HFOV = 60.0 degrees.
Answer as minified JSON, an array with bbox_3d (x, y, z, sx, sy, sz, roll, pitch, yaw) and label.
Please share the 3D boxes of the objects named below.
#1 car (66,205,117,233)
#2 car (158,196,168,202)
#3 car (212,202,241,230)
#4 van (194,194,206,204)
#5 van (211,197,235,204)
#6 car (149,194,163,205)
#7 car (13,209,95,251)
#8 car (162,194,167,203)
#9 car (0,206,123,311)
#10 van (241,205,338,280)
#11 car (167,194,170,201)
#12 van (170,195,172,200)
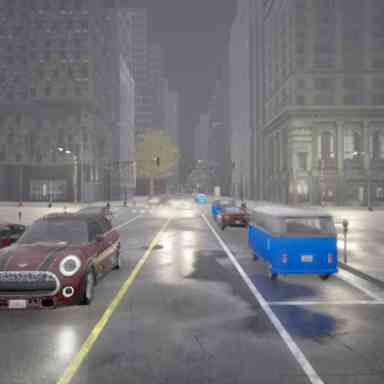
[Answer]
[{"bbox_3d":[-6.048,1.579,20.567,1.887,1.381,4.507,0,0,-1],"label":"car"},{"bbox_3d":[-6.894,1.632,79.813,2.008,1.369,4.403,0,0,-1],"label":"car"},{"bbox_3d":[2.506,1.533,20.673,1.887,1.381,4.507,0,0,-1],"label":"car"},{"bbox_3d":[1.859,1.358,64.179,1.690,1.788,3.998,0,0,-1],"label":"van"},{"bbox_3d":[2.426,1.331,26.198,1.690,1.788,3.998,0,0,-1],"label":"van"},{"bbox_3d":[-6.590,1.583,58.487,1.752,1.417,4.829,0,0,-1],"label":"car"},{"bbox_3d":[-5.967,1.577,15.043,1.887,1.381,4.507,0,0,-1],"label":"car"},{"bbox_3d":[-6.740,1.613,69.236,1.887,1.381,4.507,0,0,-1],"label":"car"},{"bbox_3d":[-3.091,1.369,8.078,2.097,1.767,4.553,0,0,-1],"label":"car"},{"bbox_3d":[2.665,1.327,9.625,1.690,1.788,3.998,0,0,-1],"label":"van"},{"bbox_3d":[-6.818,1.390,74.525,2.192,1.841,5.009,0,0,-1],"label":"car"},{"bbox_3d":[-7.049,1.438,90.390,1.690,1.788,3.998,0,0,-1],"label":"van"}]
